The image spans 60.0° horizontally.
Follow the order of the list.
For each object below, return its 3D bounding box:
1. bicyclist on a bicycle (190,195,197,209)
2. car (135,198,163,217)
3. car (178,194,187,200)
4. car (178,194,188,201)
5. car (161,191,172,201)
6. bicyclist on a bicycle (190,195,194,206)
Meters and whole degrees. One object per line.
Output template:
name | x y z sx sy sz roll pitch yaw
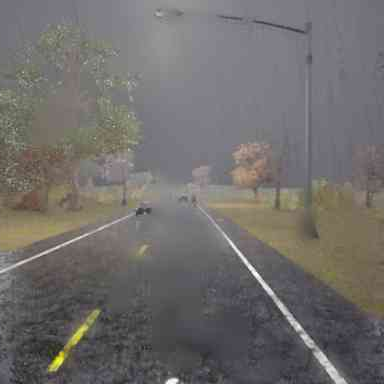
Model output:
bicyclist on a bicycle | 0.316 1.269 40.914 0.582 1.620 1.656 0 0 -2
car | -3.957 1.468 29.998 1.895 1.301 4.718 0 0 -1
car | -2.317 1.136 79.407 1.837 1.490 4.892 0 0 -3
car | -1.791 1.185 69.439 1.837 1.490 4.892 0 0 -2
car | -5.411 0.850 71.442 2.150 2.045 5.566 0 0 -3
bicyclist on a bicycle | 0.013 1.228 49.926 0.582 1.620 1.656 0 0 -2
